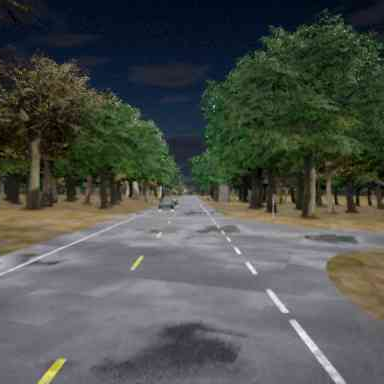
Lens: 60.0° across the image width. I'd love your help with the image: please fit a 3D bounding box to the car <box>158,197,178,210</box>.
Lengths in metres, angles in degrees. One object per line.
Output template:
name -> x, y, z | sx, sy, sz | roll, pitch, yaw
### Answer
car -> -3.565, 1.553, 46.968 | 2.097, 1.767, 4.553 | 0, 0, 0
